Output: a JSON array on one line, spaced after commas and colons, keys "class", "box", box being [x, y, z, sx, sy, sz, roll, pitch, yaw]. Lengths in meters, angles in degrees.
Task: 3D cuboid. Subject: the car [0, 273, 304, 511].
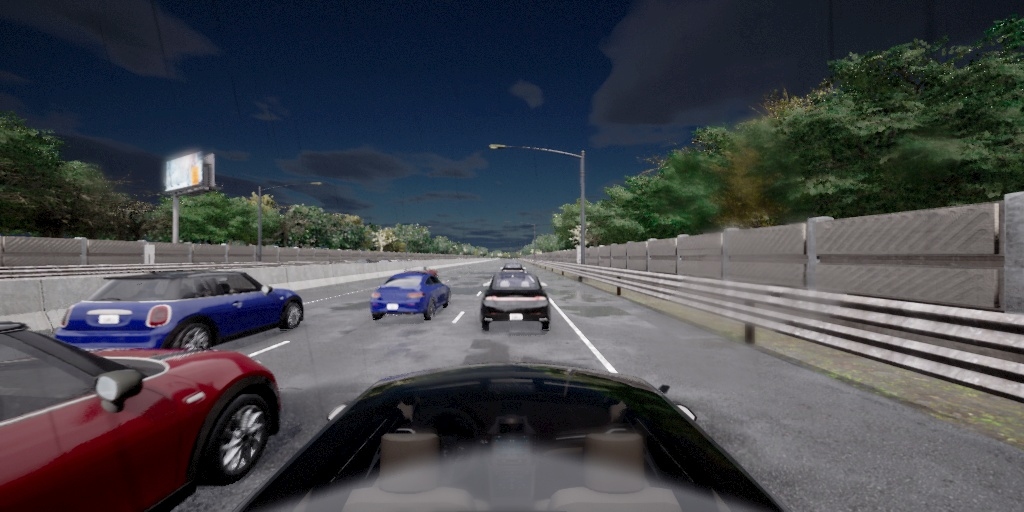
[{"class": "car", "box": [-3.405, 1.101, 1.785, 2.097, 1.767, 4.553, 0, 0, 0]}]

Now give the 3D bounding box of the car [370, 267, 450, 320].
[{"class": "car", "box": [-3.405, 1.286, 12.564, 1.812, 1.442, 4.674, 0, 0, 0]}]

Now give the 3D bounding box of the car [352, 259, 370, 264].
[{"class": "car", "box": [-24.546, 1.238, 58.981, 2.097, 1.767, 4.553, 0, 0, 0]}]

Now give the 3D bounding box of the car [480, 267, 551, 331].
[{"class": "car", "box": [0.096, 1.251, 11.052, 2.128, 1.511, 4.902, 0, 0, 0]}]

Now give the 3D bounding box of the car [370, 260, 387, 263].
[{"class": "car", "box": [-21.045, 1.412, 58.989, 1.812, 1.442, 4.674, 0, 0, 0]}]

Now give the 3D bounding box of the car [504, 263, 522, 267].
[{"class": "car", "box": [0.083, 1.280, 28.284, 2.128, 1.511, 4.902, 0, 0, 0]}]

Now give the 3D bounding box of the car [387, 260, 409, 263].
[{"class": "car", "box": [-17.564, 1.372, 57.067, 2.128, 1.511, 4.902, 0, 0, 0]}]

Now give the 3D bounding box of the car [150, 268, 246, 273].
[{"class": "car", "box": [-6.903, 1.107, 8.247, 2.097, 1.767, 4.553, 0, 0, -1]}]
